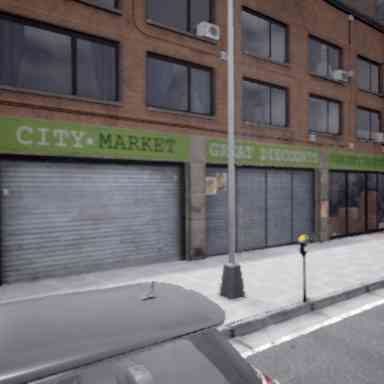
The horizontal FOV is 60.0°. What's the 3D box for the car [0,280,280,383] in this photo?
[{"bbox_3d":[-1.345,1.427,1.593,4.097,1.590,1.967,0,0,-35],"label":"car"}]
